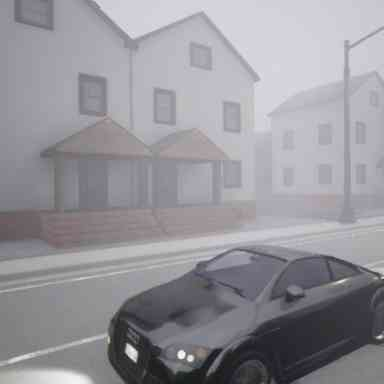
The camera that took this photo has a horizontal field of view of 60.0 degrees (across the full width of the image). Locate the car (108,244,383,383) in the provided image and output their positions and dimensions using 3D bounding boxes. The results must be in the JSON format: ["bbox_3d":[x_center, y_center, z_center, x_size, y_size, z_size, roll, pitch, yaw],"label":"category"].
[{"bbox_3d":[0.998,1.497,4.666,4.181,1.385,1.994,-1,1,-34],"label":"car"}]
